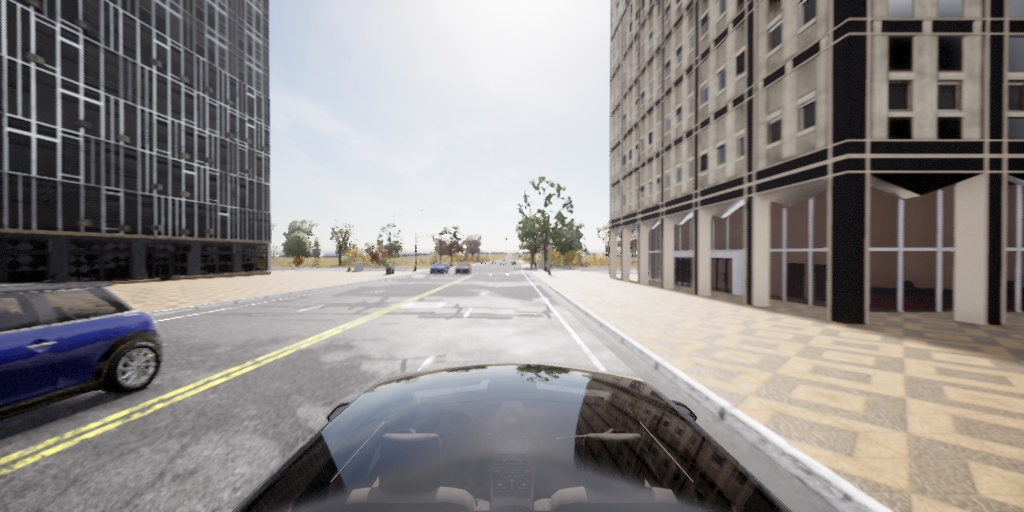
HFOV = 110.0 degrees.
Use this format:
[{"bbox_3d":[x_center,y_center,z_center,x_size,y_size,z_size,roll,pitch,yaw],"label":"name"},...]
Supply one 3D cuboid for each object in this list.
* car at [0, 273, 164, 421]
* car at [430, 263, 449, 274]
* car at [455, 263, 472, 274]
[{"bbox_3d":[-6.600,1.120,3.736,2.097,1.767,4.553,0,-1,0],"label":"car"},{"bbox_3d":[-9.762,1.647,48.621,1.882,1.535,5.008,0,0,0],"label":"car"},{"bbox_3d":[-6.512,1.647,48.622,1.882,1.535,5.008,0,0,0],"label":"car"}]
